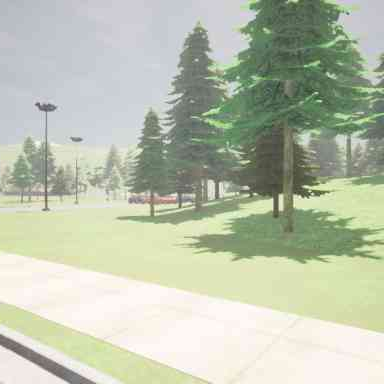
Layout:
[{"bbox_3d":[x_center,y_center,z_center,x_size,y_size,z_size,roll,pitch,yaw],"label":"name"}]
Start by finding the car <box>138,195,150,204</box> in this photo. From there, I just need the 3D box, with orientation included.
[{"bbox_3d":[-7.226,1.351,61.608,2.097,1.767,4.553,0,0,37],"label":"car"}]

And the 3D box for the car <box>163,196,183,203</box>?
[{"bbox_3d":[-4.092,1.553,71.876,1.994,1.385,4.181,0,0,36],"label":"car"}]

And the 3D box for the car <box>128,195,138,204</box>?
[{"bbox_3d":[-9.988,1.351,63.682,2.097,1.767,4.553,0,0,37],"label":"car"}]

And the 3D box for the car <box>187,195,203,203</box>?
[{"bbox_3d":[1.509,1.563,67.696,1.994,1.385,4.181,0,0,36],"label":"car"}]

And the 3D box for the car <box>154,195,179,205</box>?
[{"bbox_3d":[-4.525,1.351,59.372,2.097,1.767,4.553,0,0,37],"label":"car"}]

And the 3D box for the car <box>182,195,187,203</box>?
[{"bbox_3d":[-1.578,1.351,69.406,2.097,1.767,4.553,0,0,36],"label":"car"}]
